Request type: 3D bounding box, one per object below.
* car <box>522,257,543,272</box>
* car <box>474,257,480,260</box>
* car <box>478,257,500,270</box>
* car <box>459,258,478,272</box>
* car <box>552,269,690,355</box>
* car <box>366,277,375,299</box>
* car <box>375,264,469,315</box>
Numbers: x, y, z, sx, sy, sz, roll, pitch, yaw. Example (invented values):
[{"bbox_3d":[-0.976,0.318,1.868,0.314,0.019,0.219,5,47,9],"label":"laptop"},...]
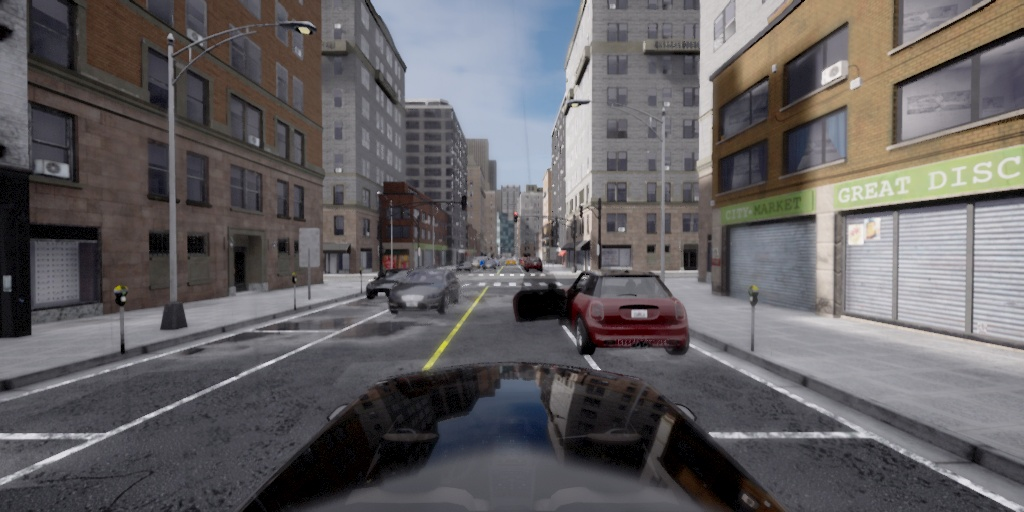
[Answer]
[{"bbox_3d":[2.741,1.063,44.788,2.192,1.841,5.009,0,0,0],"label":"car"},{"bbox_3d":[-5.815,1.276,55.767,1.751,1.417,4.829,0,0,0],"label":"car"},{"bbox_3d":[-3.221,1.242,51.521,2.128,1.511,4.902,0,0,0],"label":"car"},{"bbox_3d":[-5.785,1.314,44.765,1.948,1.339,4.313,0,0,0],"label":"car"},{"bbox_3d":[2.370,1.097,8.817,2.097,1.767,4.553,0,0,0],"label":"car"},{"bbox_3d":[-5.712,1.307,17.893,1.948,1.339,4.313,0,0,0],"label":"car"},{"bbox_3d":[-3.106,1.234,13.591,2.128,1.511,4.902,0,0,0],"label":"car"}]
